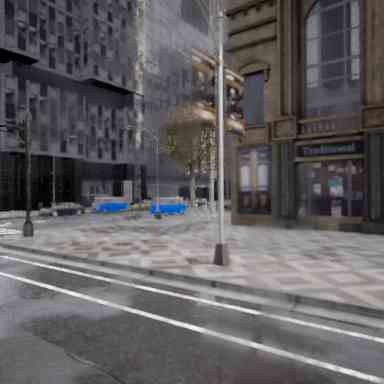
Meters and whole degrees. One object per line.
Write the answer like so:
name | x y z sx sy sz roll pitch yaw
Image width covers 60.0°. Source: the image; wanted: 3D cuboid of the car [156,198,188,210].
car | -2.636 1.628 45.492 1.752 1.417 4.829 0 0 36

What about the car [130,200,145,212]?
car | -5.926 1.639 40.937 1.752 1.417 4.829 0 0 36

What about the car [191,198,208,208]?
car | 0.752 1.643 50.185 2.008 1.369 4.403 0 0 36

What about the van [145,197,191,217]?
van | -2.204 1.404 31.531 1.690 1.788 3.998 0 0 36

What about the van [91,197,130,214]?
van | -9.116 1.466 36.521 1.690 1.788 3.998 0 0 36

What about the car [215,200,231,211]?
car | 4.376 1.623 40.641 1.802 1.307 4.206 0 0 36

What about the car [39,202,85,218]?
car | -12.404 1.687 31.965 2.008 1.369 4.403 0 0 36
